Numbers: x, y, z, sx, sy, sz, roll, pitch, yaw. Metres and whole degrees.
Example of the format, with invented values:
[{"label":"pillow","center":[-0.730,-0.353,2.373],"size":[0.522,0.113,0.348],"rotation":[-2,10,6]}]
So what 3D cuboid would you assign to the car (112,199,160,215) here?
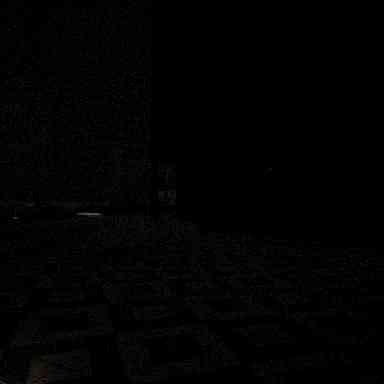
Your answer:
[{"label":"car","center":[-6.640,1.791,40.006],"size":[2.192,1.841,5.009],"rotation":[-1,-2,35]}]

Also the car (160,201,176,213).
[{"label":"car","center":[-3.363,2.114,44.595],"size":[1.887,1.381,4.507],"rotation":[-1,-2,35]}]

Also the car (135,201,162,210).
[{"label":"car","center":[-7.024,2.210,54.144],"size":[2.008,1.369,4.403],"rotation":[-1,-2,35]}]

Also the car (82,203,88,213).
[{"label":"car","center":[-13.576,2.016,44.955],"size":[1.887,1.381,4.507],"rotation":[-1,-2,35]}]

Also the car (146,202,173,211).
[{"label":"car","center":[-5.071,2.217,52.198],"size":[1.994,1.385,4.181],"rotation":[0,-1,37]}]

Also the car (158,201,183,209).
[{"label":"car","center":[-3.747,2.305,58.739],"size":[2.008,1.369,4.403],"rotation":[-1,-2,35]}]

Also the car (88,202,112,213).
[{"label":"car","center":[-10.929,2.012,44.045],"size":[1.812,1.442,4.674],"rotation":[0,-1,35]}]

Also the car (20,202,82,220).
[{"label":"car","center":[-13.094,1.824,30.948],"size":[1.752,1.417,4.829],"rotation":[-1,-2,35]}]

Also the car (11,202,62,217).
[{"label":"car","center":[-16.714,1.852,35.949],"size":[1.812,1.442,4.674],"rotation":[0,-1,36]}]

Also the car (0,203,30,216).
[{"label":"car","center":[-20.128,1.842,35.765],"size":[2.008,1.369,4.403],"rotation":[-1,-1,35]}]

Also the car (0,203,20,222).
[{"label":"car","center":[-16.468,1.774,26.214],"size":[1.947,1.339,4.313],"rotation":[-1,-2,35]}]
